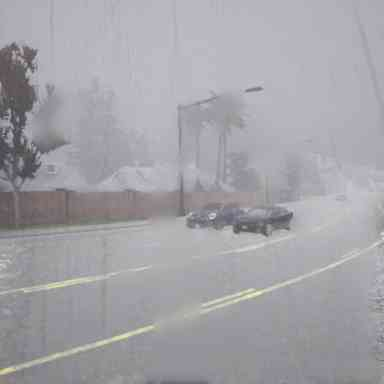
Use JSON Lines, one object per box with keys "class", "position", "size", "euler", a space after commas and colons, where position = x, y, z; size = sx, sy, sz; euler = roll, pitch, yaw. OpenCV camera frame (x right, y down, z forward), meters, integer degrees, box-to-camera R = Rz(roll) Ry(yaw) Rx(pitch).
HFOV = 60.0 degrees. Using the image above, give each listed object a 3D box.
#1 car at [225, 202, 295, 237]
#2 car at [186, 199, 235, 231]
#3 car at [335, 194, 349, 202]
{"class": "car", "position": [4.074, 1.472, 18.432], "size": [1.882, 1.535, 5.008], "euler": [0, 0, 36]}
{"class": "car", "position": [1.609, 1.379, 20.985], "size": [2.097, 1.767, 4.553], "euler": [-1, -1, 35]}
{"class": "car", "position": [24.226, 1.051, 53.659], "size": [1.837, 1.490, 4.892], "euler": [-1, 0, 29]}
